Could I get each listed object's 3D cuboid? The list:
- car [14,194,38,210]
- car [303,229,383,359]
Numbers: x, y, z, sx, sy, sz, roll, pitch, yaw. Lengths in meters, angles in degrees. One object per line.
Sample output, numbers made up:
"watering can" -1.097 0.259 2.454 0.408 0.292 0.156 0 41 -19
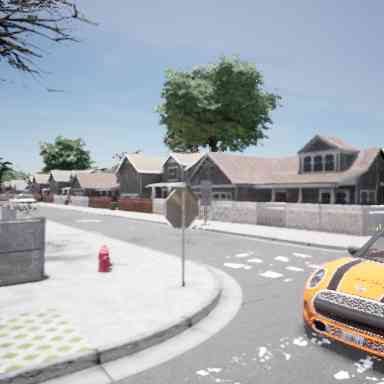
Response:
"car" -22.224 1.329 44.327 2.150 2.045 5.566 1 0 -36
"car" 4.002 1.408 5.801 4.553 1.767 2.097 1 0 -35
